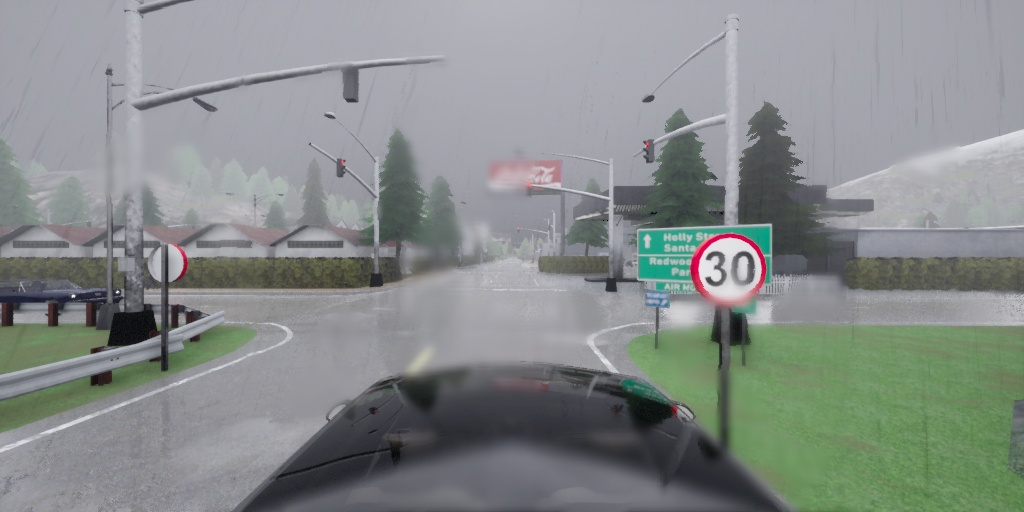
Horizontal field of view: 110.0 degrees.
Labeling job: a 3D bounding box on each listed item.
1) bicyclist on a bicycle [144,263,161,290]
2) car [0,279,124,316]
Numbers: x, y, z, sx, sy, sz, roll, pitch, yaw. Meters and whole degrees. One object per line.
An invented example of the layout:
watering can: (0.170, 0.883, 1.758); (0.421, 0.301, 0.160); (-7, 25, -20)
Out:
bicyclist on a bicycle: (-21.674, 1.244, 21.323); (0.582, 1.620, 1.656); (0, 0, 1)
car: (-18.086, 1.542, 13.792); (4.718, 1.301, 1.895); (0, 0, 1)
